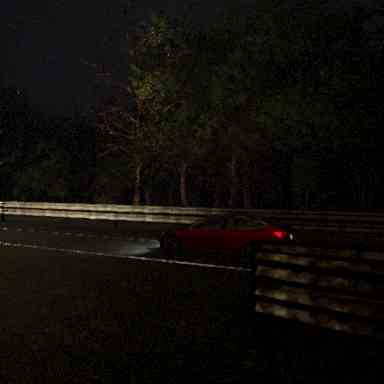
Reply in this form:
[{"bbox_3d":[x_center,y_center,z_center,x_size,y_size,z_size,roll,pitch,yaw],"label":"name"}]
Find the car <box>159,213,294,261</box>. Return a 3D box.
[{"bbox_3d":[1.123,1.498,11.850,4.792,1.488,2.163,0,0,24],"label":"car"}]
